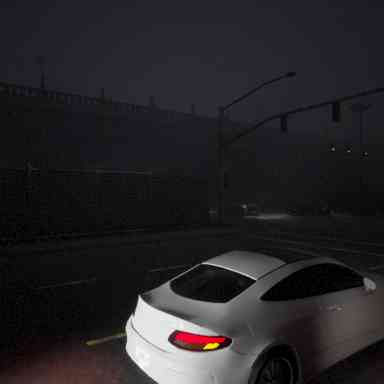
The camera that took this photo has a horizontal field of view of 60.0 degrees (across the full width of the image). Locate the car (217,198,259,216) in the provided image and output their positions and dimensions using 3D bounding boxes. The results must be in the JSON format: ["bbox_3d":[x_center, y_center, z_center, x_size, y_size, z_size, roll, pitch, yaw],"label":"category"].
[{"bbox_3d":[4.633,1.407,33.976,2.097,1.767,4.553,0,0,-36],"label":"car"}]

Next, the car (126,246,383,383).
[{"bbox_3d":[1.378,1.526,4.766,4.674,1.442,1.812,0,0,-35],"label":"car"}]

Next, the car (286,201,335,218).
[{"bbox_3d":[11.077,1.583,31.311,1.812,1.442,4.674,0,0,-35],"label":"car"}]

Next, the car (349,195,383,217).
[{"bbox_3d":[16.846,1.249,29.248,2.150,2.045,5.566,0,0,-35],"label":"car"}]
